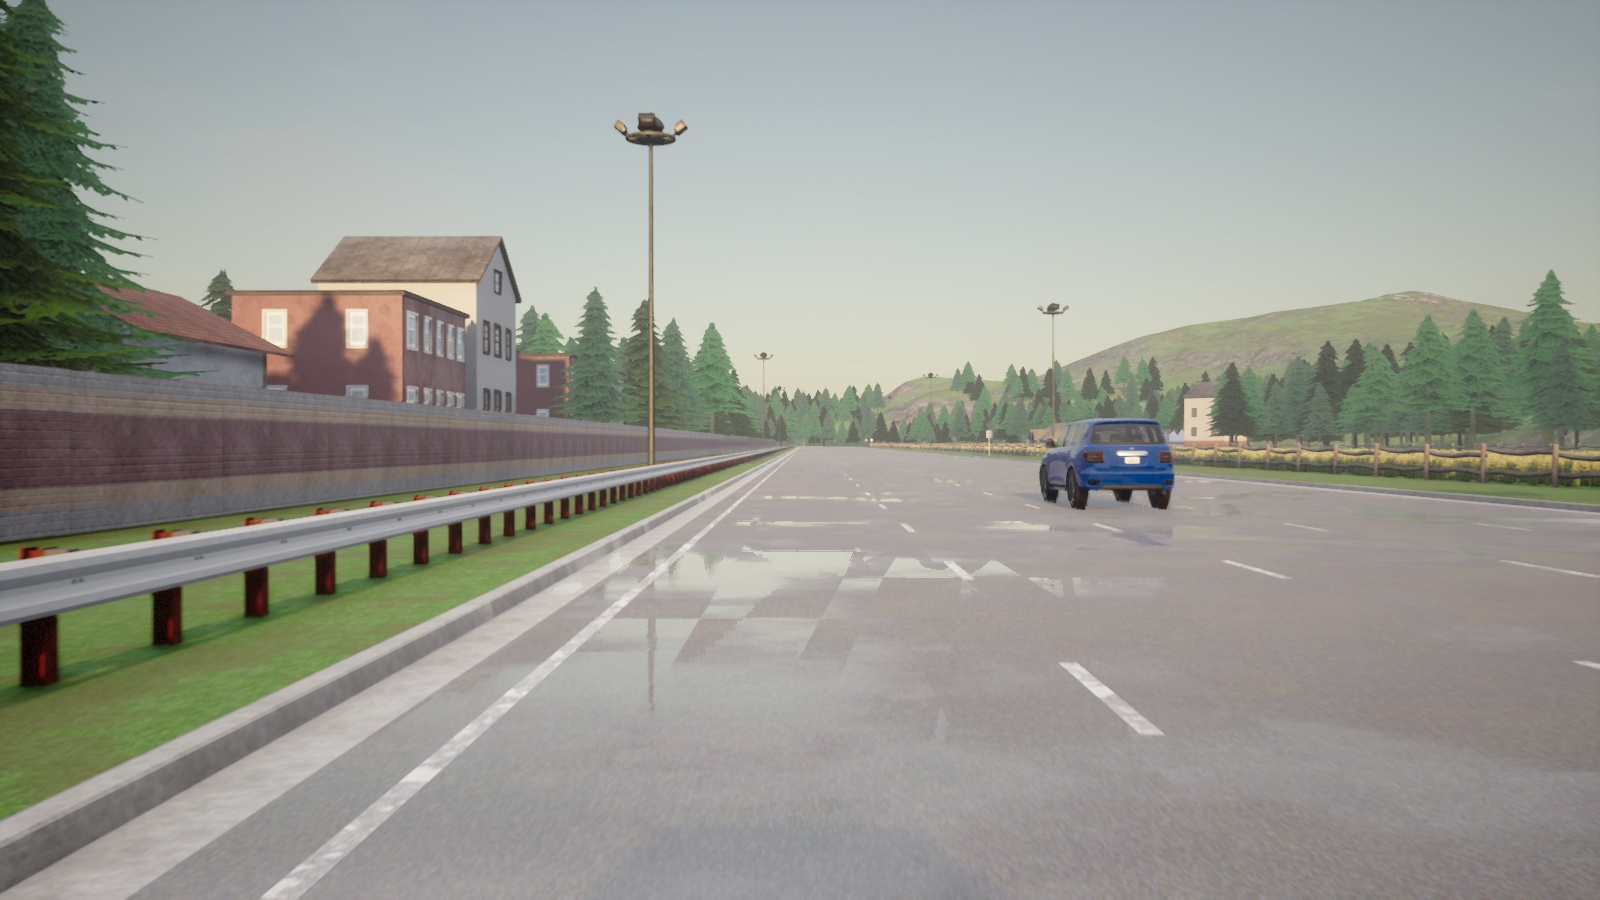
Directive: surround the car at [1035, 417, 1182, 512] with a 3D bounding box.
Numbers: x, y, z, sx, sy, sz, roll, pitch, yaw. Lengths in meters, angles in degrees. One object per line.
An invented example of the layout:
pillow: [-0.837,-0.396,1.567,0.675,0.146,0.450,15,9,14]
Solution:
car: [7.188,0.302,29.929,2.150,2.045,5.566,0,0,0]
